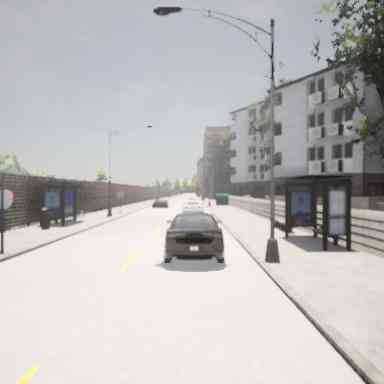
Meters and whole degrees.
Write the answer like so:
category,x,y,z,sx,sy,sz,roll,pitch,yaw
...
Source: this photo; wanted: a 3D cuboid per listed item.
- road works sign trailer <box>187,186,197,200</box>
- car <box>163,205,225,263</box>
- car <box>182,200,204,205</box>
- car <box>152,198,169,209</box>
category,x,y,z,sx,sy,sz,roll,pitch,yaw
road works sign trailer,-0.026,0.274,85.371,2.380,3.560,2.880,0,0,0
car,0.074,1.451,11.938,1.882,1.535,5.008,0,0,0
car,0.072,1.458,30.044,1.812,1.442,4.674,0,0,0
car,-4.105,1.503,43.980,1.895,1.301,4.718,0,0,0
